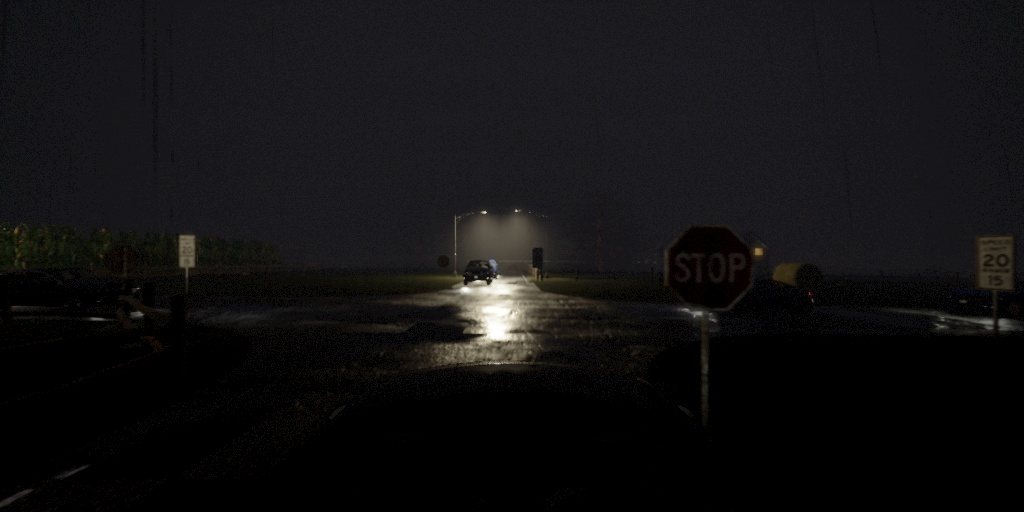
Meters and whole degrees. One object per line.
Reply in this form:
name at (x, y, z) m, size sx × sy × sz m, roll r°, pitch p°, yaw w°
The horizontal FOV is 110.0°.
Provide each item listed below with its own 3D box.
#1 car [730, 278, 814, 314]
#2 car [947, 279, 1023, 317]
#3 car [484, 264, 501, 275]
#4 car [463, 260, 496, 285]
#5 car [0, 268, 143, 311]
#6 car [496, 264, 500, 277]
car at (10.215, 1.633, 15.225) m, size 4.181 × 1.385 × 1.994 m, roll 1°, pitch 0°, yaw -1°
car at (21.687, 1.711, 15.200) m, size 5.008 × 1.535 × 1.882 m, roll 1°, pitch 0°, yaw 1°
car at (-2.756, 1.890, 51.227) m, size 2.128 × 1.511 × 4.902 m, roll 0°, pitch -1°, yaw 0°
car at (-2.806, 1.352, 30.742) m, size 2.150 × 2.045 × 5.566 m, roll 0°, pitch -1°, yaw 0°
car at (-16.363, 1.193, 13.004) m, size 4.902 × 1.511 × 2.128 m, roll 1°, pitch 0°, yaw 0°
car at (-2.788, 1.488, 41.103) m, size 2.150 × 2.045 × 5.566 m, roll 0°, pitch -1°, yaw 0°
